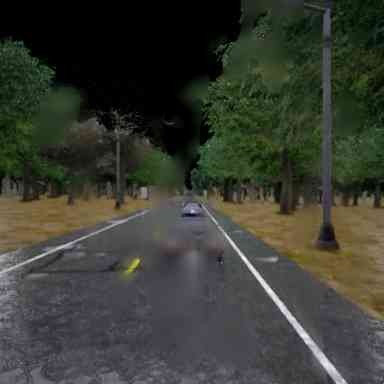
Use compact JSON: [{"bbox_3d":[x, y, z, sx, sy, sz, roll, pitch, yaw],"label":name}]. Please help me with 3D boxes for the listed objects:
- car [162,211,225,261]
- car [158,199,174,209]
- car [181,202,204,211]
[{"bbox_3d":[0.058,1.578,12.067,1.895,1.301,4.718,0,0,0],"label":"car"},{"bbox_3d":[-3.595,1.595,46.008,1.994,1.385,4.181,0,0,0],"label":"car"},{"bbox_3d":[0.062,1.549,29.219,1.994,1.385,4.181,0,0,0],"label":"car"}]
